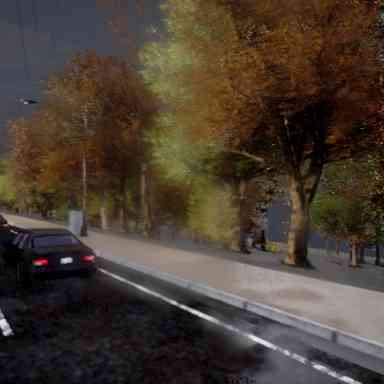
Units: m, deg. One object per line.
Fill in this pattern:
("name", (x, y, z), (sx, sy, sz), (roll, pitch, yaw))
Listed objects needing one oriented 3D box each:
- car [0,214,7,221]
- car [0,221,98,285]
("car", (-13.664, 2.178, 22.583), (2.033, 1.411, 5.357), (2, -2, -36))
("car", (-4.691, 1.857, 10.544), (2.033, 1.411, 5.357), (2, -2, -36))
